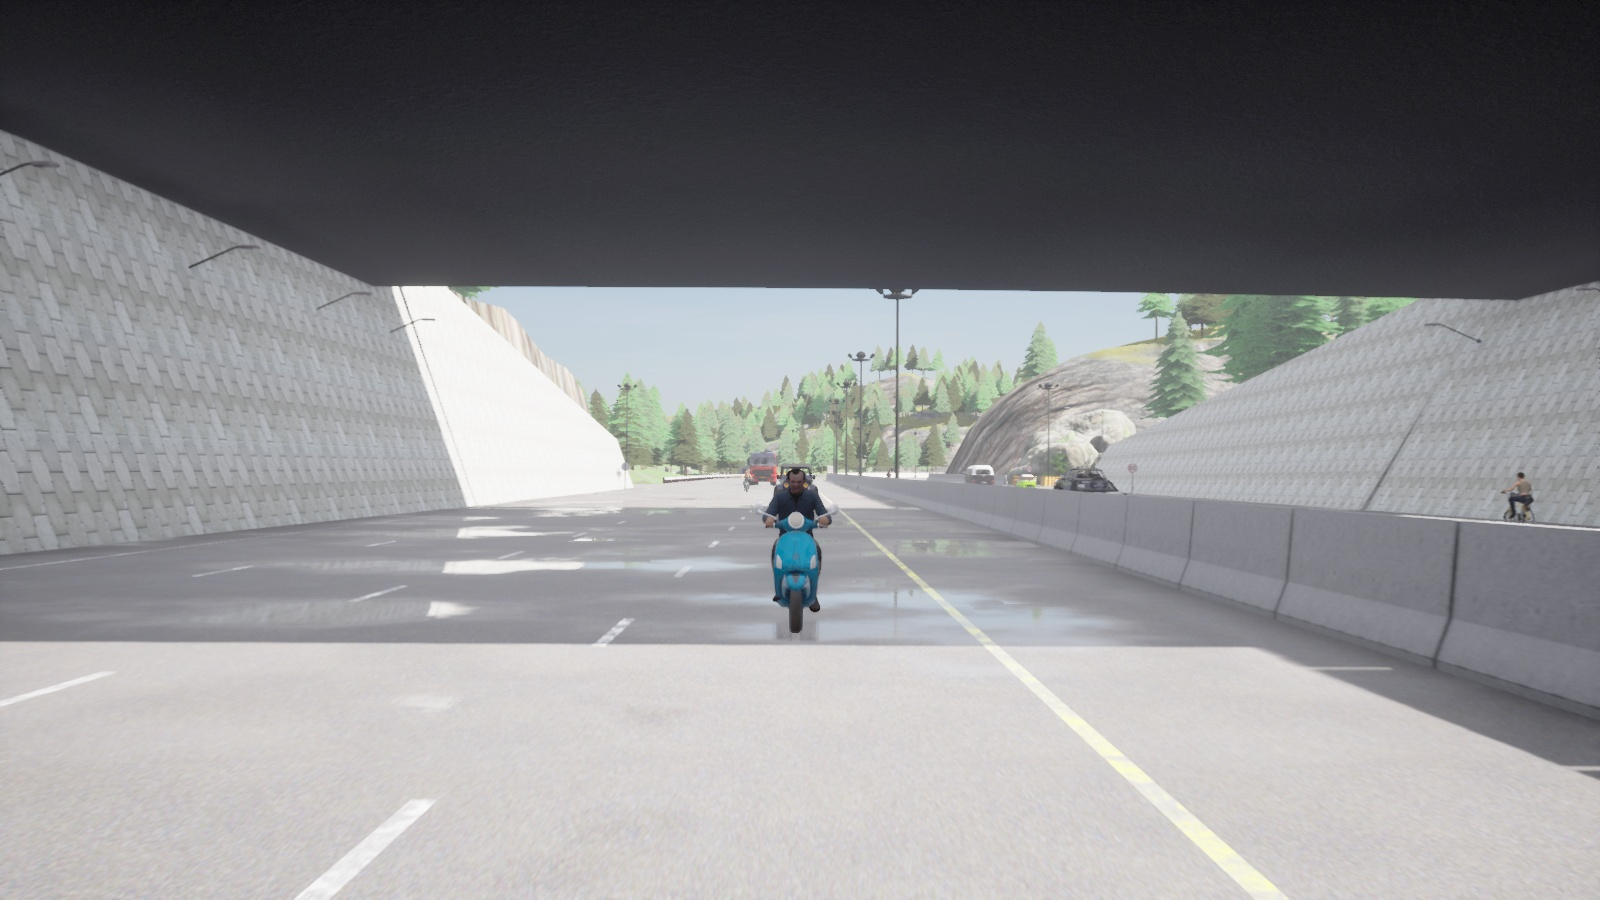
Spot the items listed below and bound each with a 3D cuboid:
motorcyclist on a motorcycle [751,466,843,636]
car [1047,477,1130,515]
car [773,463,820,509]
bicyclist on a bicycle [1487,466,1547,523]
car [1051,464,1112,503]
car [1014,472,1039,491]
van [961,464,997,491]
[{"bbox_3d":[-0.031,0.981,12.752,0.866,1.590,1.817,0,-2,0],"label":"motorcyclist on a motorcycle"},{"bbox_3d":[10.374,1.636,45.537,1.895,1.301,4.718,0,-1,0],"label":"car"},{"bbox_3d":[-0.156,1.507,53.542,1.905,1.878,3.866,0,-1,0],"label":"car"},{"bbox_3d":[20.900,1.281,36.631,0.866,1.612,1.509,0,-1,0],"label":"bicyclist on a bicycle"},{"bbox_3d":[13.815,1.612,61.918,1.932,1.855,4.605,0,-1,0],"label":"car"},{"bbox_3d":[17.198,2.396,95.326,1.481,1.376,2.207,0,-1,0],"label":"car"},{"bbox_3d":[13.693,2.093,96.149,2.069,2.038,4.480,0,-1,0],"label":"van"}]
